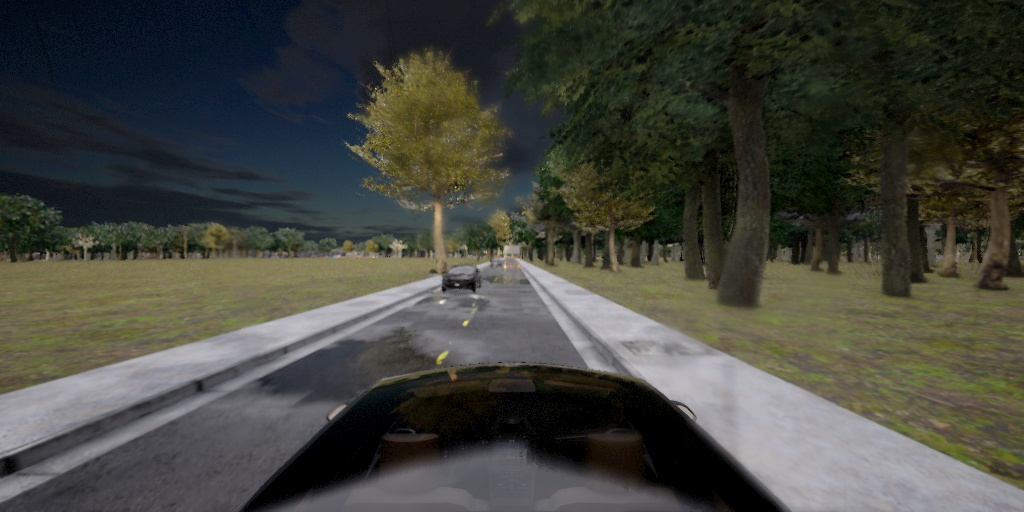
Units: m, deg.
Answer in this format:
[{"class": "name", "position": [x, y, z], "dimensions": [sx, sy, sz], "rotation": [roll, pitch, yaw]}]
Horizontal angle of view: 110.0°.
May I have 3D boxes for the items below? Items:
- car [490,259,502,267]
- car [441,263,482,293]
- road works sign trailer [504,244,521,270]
[{"class": "car", "position": [-2.778, 1.192, 62.539], "dimensions": [2.128, 1.511, 4.902], "rotation": [0, 0, 1]}, {"class": "car", "position": [-2.847, 1.213, 21.063], "dimensions": [1.882, 1.535, 5.008], "rotation": [0, 0, 0]}, {"class": "road works sign trailer", "position": [0.004, 0.175, 50.267], "dimensions": [2.380, 3.560, 2.880], "rotation": [0, 0, 0]}]
